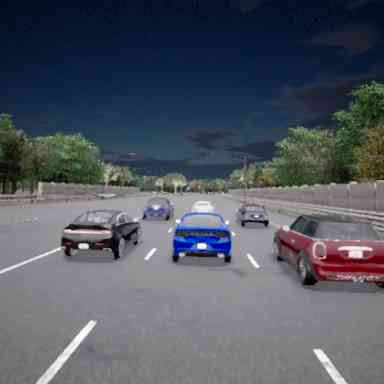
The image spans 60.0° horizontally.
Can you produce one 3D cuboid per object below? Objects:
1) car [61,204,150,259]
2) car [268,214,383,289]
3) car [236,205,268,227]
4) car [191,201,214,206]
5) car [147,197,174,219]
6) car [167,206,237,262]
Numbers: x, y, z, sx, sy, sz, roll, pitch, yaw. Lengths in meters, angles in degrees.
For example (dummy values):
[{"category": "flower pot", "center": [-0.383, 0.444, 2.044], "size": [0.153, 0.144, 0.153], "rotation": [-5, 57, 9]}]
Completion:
[{"category": "car", "center": [-3.127, 1.405, 12.312], "size": [2.128, 1.511, 4.902], "rotation": [1, 0, 2]}, {"category": "car", "center": [3.778, 1.411, 9.634], "size": [2.097, 1.767, 4.553], "rotation": [1, 0, 2]}, {"category": "car", "center": [4.214, 1.595, 23.661], "size": [2.033, 1.411, 5.357], "rotation": [1, 0, 2]}, {"category": "car", "center": [0.907, 1.501, 28.541], "size": [1.812, 1.442, 4.674], "rotation": [1, 0, 2]}, {"category": "car", "center": [-2.642, 1.255, 27.306], "size": [2.097, 1.767, 4.553], "rotation": [1, 0, 2]}, {"category": "car", "center": [0.372, 1.463, 12.197], "size": [1.882, 1.535, 5.008], "rotation": [1, -1, 2]}]
